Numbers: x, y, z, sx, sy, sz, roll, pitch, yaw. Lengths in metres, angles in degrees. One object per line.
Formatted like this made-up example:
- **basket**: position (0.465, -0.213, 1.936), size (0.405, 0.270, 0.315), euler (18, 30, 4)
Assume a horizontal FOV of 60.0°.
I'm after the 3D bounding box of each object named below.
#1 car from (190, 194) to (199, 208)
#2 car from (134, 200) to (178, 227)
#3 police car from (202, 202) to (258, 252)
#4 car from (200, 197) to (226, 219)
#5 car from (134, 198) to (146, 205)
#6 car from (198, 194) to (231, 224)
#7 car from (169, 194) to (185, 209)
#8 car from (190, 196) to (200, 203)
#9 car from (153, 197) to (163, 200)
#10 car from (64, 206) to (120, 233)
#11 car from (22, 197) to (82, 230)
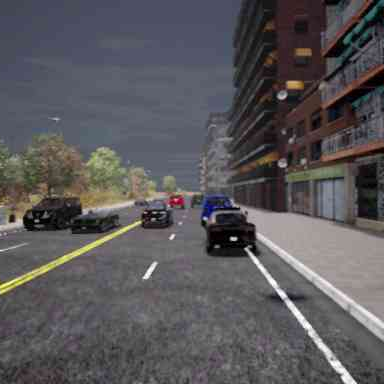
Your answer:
- **car**: position (0.927, 1.322, 50.339), size (2.150, 2.045, 5.566), euler (-1, 0, 0)
- **car**: position (-2.402, 1.560, 23.646), size (2.128, 1.511, 4.902), euler (-1, 0, 1)
- **police car**: position (1.522, 1.436, 14.192), size (1.930, 1.638, 5.238), euler (-1, 0, 2)
- **car**: position (1.828, 1.392, 30.135), size (2.097, 1.767, 4.553), euler (-1, 0, 1)
- **car**: position (-8.925, 1.772, 58.460), size (2.033, 1.411, 5.357), euler (-1, 0, 0)
- **car**: position (1.738, 1.253, 24.164), size (2.150, 2.045, 5.566), euler (-1, 0, 1)
- **car**: position (-2.230, 1.348, 48.828), size (2.150, 2.045, 5.566), euler (-1, 0, 0)
- **car**: position (0.587, 1.569, 71.845), size (2.128, 1.511, 4.902), euler (-1, 0, -2)
- **car**: position (-5.698, 1.675, 55.668), size (2.128, 1.511, 4.902), euler (-1, 0, 0)
- **car**: position (-5.911, 1.700, 20.609), size (1.895, 1.301, 4.718), euler (-1, 0, 1)
- **car**: position (-9.127, 1.358, 22.446), size (2.150, 2.045, 5.566), euler (-1, 0, 1)
